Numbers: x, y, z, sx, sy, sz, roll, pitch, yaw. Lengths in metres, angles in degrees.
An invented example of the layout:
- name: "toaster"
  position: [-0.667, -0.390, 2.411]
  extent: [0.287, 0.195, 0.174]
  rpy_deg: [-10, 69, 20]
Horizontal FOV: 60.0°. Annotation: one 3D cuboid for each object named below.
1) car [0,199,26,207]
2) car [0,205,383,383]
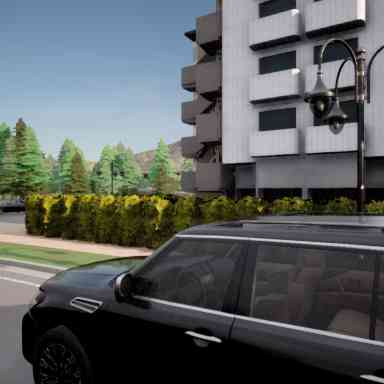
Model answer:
- name: "car"
  position: [-18.192, 1.491, 33.490]
  extent: [2.128, 1.511, 4.902]
  rpy_deg: [0, 0, 33]
- name: "car"
  position: [0.743, 1.221, 3.139]
  extent: [5.566, 2.045, 2.150]
  rpy_deg: [0, 0, 34]
